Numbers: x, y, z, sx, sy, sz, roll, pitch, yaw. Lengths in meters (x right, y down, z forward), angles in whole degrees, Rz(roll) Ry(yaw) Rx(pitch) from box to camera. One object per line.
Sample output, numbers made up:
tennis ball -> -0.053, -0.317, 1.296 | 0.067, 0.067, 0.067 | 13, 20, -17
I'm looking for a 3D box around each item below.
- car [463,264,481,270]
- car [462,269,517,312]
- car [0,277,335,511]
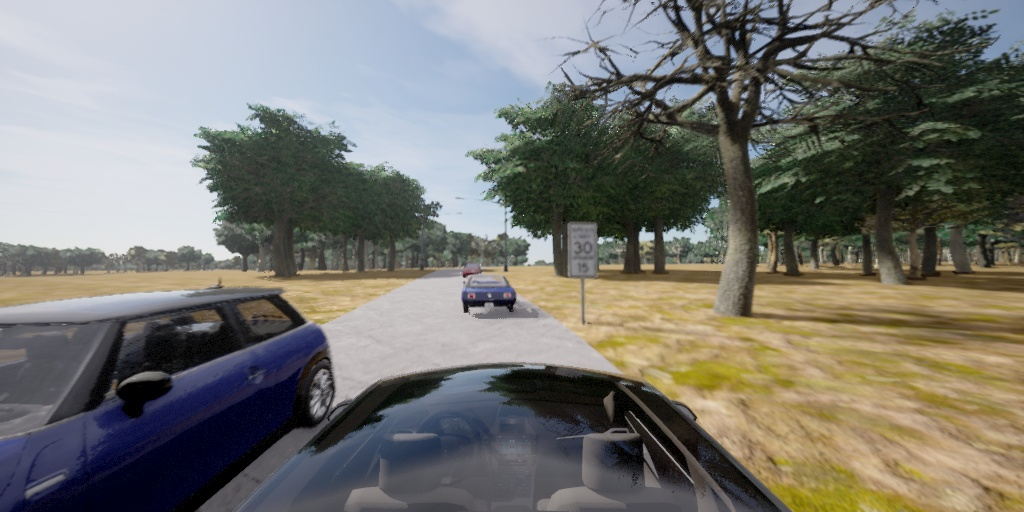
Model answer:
car -> -4.108, 1.475, 37.151 | 1.994, 1.385, 4.181 | 0, -1, -8
car -> -1.004, 1.370, 14.276 | 1.895, 1.301, 4.718 | 0, 0, -6
car -> -3.242, 1.117, 2.613 | 2.097, 1.767, 4.553 | 0, 0, -2
